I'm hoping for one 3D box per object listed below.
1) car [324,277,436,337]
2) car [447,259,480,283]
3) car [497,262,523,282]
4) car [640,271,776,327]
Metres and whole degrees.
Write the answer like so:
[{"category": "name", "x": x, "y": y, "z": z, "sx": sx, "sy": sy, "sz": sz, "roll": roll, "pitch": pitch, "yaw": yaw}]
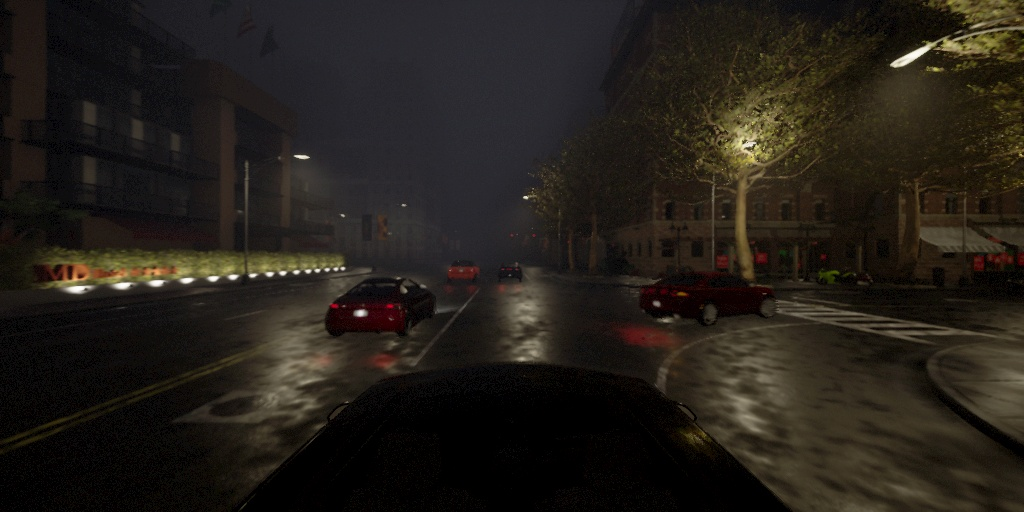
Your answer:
[{"category": "car", "x": -3.498, "y": 1.295, "z": 10.270, "sx": 1.994, "sy": 1.385, "sz": 4.181, "roll": 0, "pitch": 0, "yaw": 0}, {"category": "car", "x": -3.660, "y": 1.070, "z": 27.839, "sx": 2.097, "sy": 1.767, "sz": 4.553, "roll": 0, "pitch": 0, "yaw": 0}, {"category": "car", "x": -0.170, "y": 1.220, "z": 28.927, "sx": 2.128, "sy": 1.511, "sz": 4.902, "roll": 0, "pitch": 0, "yaw": -1}, {"category": "car", "x": 6.394, "y": 1.240, "z": 11.588, "sx": 5.008, "sy": 1.535, "sz": 1.882, "roll": 0, "pitch": -1, "yaw": -28}]
